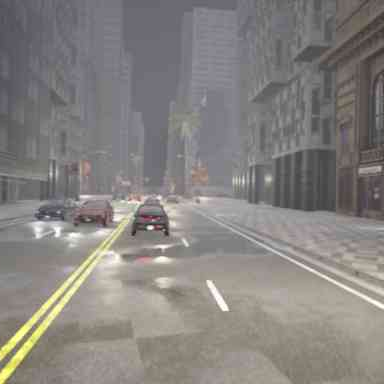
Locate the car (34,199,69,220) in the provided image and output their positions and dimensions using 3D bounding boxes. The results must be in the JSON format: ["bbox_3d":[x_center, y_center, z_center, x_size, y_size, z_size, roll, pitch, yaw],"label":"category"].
[{"bbox_3d":[-9.665,1.203,24.206,2.033,1.411,5.357,1,0,-6],"label":"car"}]

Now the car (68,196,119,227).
[{"bbox_3d":[-6.006,1.242,20.829,1.882,1.535,5.008,1,0,-6],"label":"car"}]

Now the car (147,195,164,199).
[{"bbox_3d":[-4.573,1.269,38.535,1.994,1.385,4.181,1,0,-7],"label":"car"}]

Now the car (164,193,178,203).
[{"bbox_3d":[-3.442,1.208,57.188,2.033,1.411,5.357,1,0,-7],"label":"car"}]

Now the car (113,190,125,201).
[{"bbox_3d":[-14.348,0.588,65.905,2.150,2.045,5.566,1,0,-7],"label":"car"}]

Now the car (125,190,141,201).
[{"bbox_3d":[-10.606,0.726,61.619,2.150,2.045,5.566,1,0,-6],"label":"car"}]

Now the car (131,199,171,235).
[{"bbox_3d":[-2.192,1.380,17.796,1.837,1.490,4.892,1,1,-7],"label":"car"}]
